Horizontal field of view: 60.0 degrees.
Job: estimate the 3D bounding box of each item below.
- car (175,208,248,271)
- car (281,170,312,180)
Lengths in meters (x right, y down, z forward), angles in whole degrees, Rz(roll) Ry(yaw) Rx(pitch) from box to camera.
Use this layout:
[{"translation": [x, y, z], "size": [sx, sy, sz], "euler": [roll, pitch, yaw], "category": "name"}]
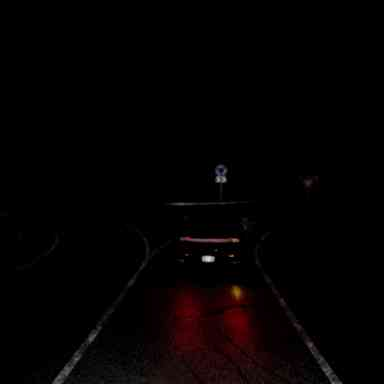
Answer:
[{"translation": [0.696, 1.245, 10.318], "size": [2.128, 1.511, 4.902], "euler": [0, 3, 7], "category": "car"}, {"translation": [16.002, -2.626, 51.124], "size": [1.837, 1.490, 4.892], "euler": [-2, 6, -32], "category": "car"}]
